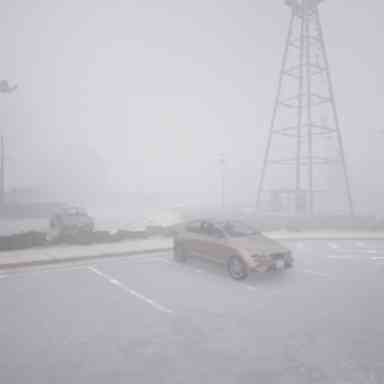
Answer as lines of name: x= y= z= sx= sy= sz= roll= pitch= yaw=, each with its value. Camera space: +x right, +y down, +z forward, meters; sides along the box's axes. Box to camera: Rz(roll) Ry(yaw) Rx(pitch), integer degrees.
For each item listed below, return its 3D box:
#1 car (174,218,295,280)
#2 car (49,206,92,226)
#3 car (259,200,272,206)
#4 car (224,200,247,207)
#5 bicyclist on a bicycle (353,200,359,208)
car: x=1.084 y=1.582 z=10.248 sx=1.816 sy=1.474 sz=4.193 roll=1 pitch=0 yaw=-35
car: x=-7.296 y=1.584 z=20.083 sx=1.784 sy=1.438 sz=3.905 roll=1 pitch=0 yaw=-35
car: x=10.836 y=1.869 z=44.542 sx=1.882 sy=1.535 sz=5.008 roll=1 pitch=-1 yaw=-34
car: x=6.942 y=1.989 z=55.348 sx=4.181 sy=1.385 sz=1.994 roll=0 pitch=0 yaw=32
bicyclist on a bicycle: x=20.833 y=1.871 z=42.278 sx=1.656 sy=1.620 sz=0.582 roll=-6 pitch=4 yaw=-34
